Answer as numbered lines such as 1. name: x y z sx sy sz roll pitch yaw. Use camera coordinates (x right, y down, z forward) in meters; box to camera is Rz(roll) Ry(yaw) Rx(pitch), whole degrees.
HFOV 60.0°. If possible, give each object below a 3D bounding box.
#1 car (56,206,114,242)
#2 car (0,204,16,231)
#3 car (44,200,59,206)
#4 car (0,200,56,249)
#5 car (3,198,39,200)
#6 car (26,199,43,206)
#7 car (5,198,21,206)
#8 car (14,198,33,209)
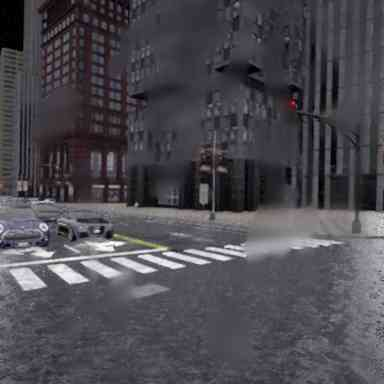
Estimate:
1. car: -5.592 1.650 17.151 1.994 1.385 4.181 1 -1 -36
2. car: -12.829 1.588 21.628 1.812 1.442 4.674 1 -1 -36
3. car: -10.792 1.610 24.355 1.837 1.490 4.892 1 -1 -36
4. car: -7.654 1.395 14.425 2.097 1.767 4.553 1 -1 -35
5. car: -16.878 1.623 32.794 2.128 1.511 4.902 1 -1 -36
6. car: -28.904 1.891 60.880 1.895 1.301 4.718 1 -1 -36
7. car: -32.393 1.853 60.160 1.895 1.301 4.718 1 -1 -36
8. car: -25.966 1.732 51.260 1.837 1.490 4.892 1 -1 -36
